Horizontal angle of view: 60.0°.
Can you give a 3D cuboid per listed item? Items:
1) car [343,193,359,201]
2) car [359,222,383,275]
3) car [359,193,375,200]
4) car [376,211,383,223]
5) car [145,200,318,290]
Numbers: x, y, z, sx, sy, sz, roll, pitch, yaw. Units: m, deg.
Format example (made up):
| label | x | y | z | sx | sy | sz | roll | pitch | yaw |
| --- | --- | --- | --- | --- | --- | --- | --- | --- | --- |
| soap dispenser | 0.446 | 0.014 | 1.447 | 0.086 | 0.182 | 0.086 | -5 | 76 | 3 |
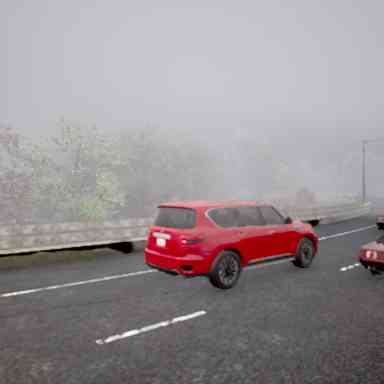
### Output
| label | x | y | z | sx | sy | sz | roll | pitch | yaw |
| --- | --- | --- | --- | --- | --- | --- | --- | --- | --- |
| car | 40.043 | 1.461 | 85.136 | 1.882 | 1.535 | 5.008 | 0 | 0 | 2 |
| car | 6.610 | 1.610 | 9.386 | 4.718 | 1.301 | 1.895 | 0 | 0 | -41 |
| car | 43.537 | 1.196 | 84.955 | 2.150 | 2.045 | 5.566 | 0 | 0 | 2 |
| car | 13.028 | 1.569 | 20.694 | 2.033 | 1.411 | 5.357 | 0 | 0 | 42 |
| car | 1.348 | 1.248 | 9.466 | 5.566 | 2.045 | 2.150 | 0 | 0 | -40 |
